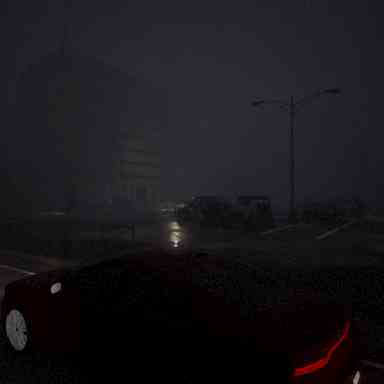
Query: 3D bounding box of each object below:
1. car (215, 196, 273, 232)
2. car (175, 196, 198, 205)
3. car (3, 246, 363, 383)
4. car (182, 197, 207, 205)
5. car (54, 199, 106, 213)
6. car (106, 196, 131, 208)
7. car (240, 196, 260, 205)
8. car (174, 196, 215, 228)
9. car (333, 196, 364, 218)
[{"bbox_3d":[3.270,1.156,19.088,1.905,1.878,3.866,0,0,34],"label":"car"},{"bbox_3d":[-0.995,1.563,62.016,1.812,1.442,4.674,0,0,34],"label":"car"},{"bbox_3d":[-0.565,1.478,4.390,5.008,1.535,1.882,0,0,35],"label":"car"},{"bbox_3d":[0.483,1.601,57.974,1.895,1.301,4.718,0,0,34],"label":"car"},{"bbox_3d":[-12.931,1.547,38.102,2.033,1.411,5.357,0,0,34],"label":"car"},{"bbox_3d":[-10.837,1.353,47.499,2.097,1.767,4.553,0,0,34],"label":"car"},{"bbox_3d":[10.566,1.526,60.227,1.812,1.442,4.674,0,0,34],"label":"car"},{"bbox_3d":[0.902,1.153,20.753,1.932,1.855,4.605,0,0,34],"label":"car"},{"bbox_3d":[15.288,1.395,32.049,1.970,1.475,3.806,0,0,34],"label":"car"}]
